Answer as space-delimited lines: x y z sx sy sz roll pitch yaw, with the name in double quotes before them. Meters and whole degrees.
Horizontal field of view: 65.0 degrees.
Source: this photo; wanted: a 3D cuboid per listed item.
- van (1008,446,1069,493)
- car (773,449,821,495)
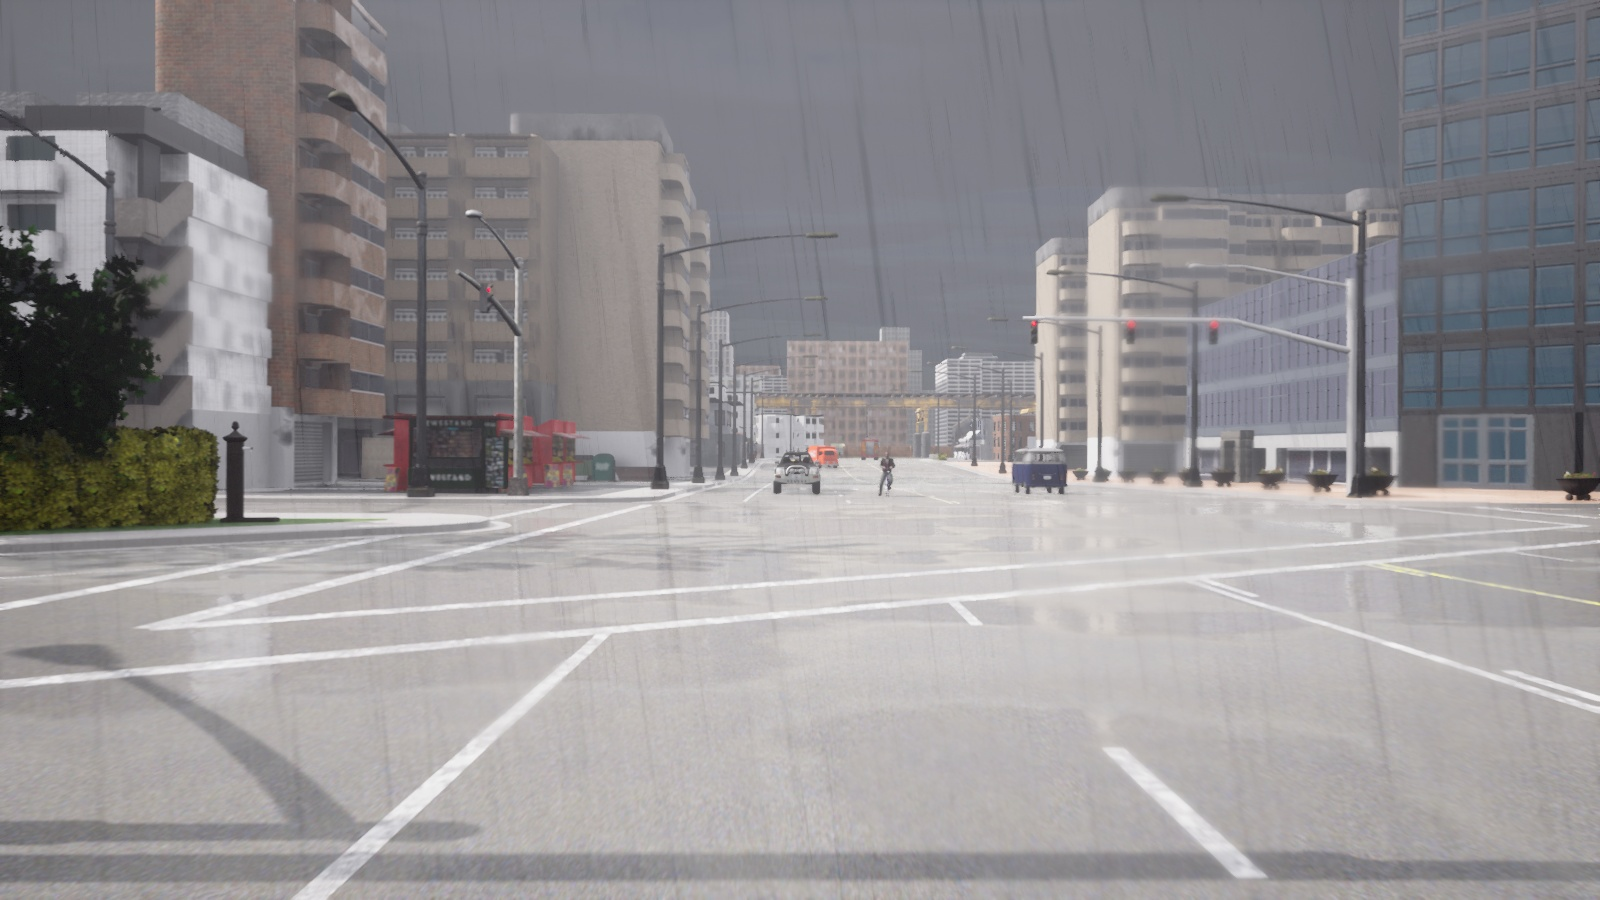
"van" 10.369 0.830 54.862 1.775 1.987 4.442 0 -1 0
"car" -0.126 0.907 52.719 1.932 1.855 4.605 0 -1 0
